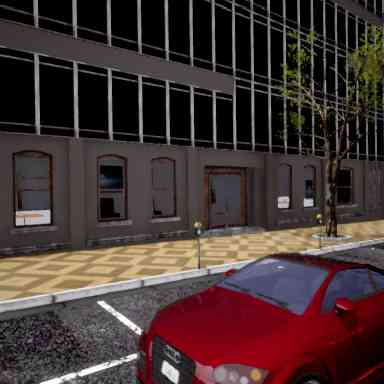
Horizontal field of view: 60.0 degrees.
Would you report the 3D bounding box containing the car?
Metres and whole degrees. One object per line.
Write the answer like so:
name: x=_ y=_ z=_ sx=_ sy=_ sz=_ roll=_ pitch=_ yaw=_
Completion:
car: x=1.413 y=1.563 z=4.383 sx=4.181 sy=1.385 sz=1.994 roll=0 pitch=0 yaw=-35
